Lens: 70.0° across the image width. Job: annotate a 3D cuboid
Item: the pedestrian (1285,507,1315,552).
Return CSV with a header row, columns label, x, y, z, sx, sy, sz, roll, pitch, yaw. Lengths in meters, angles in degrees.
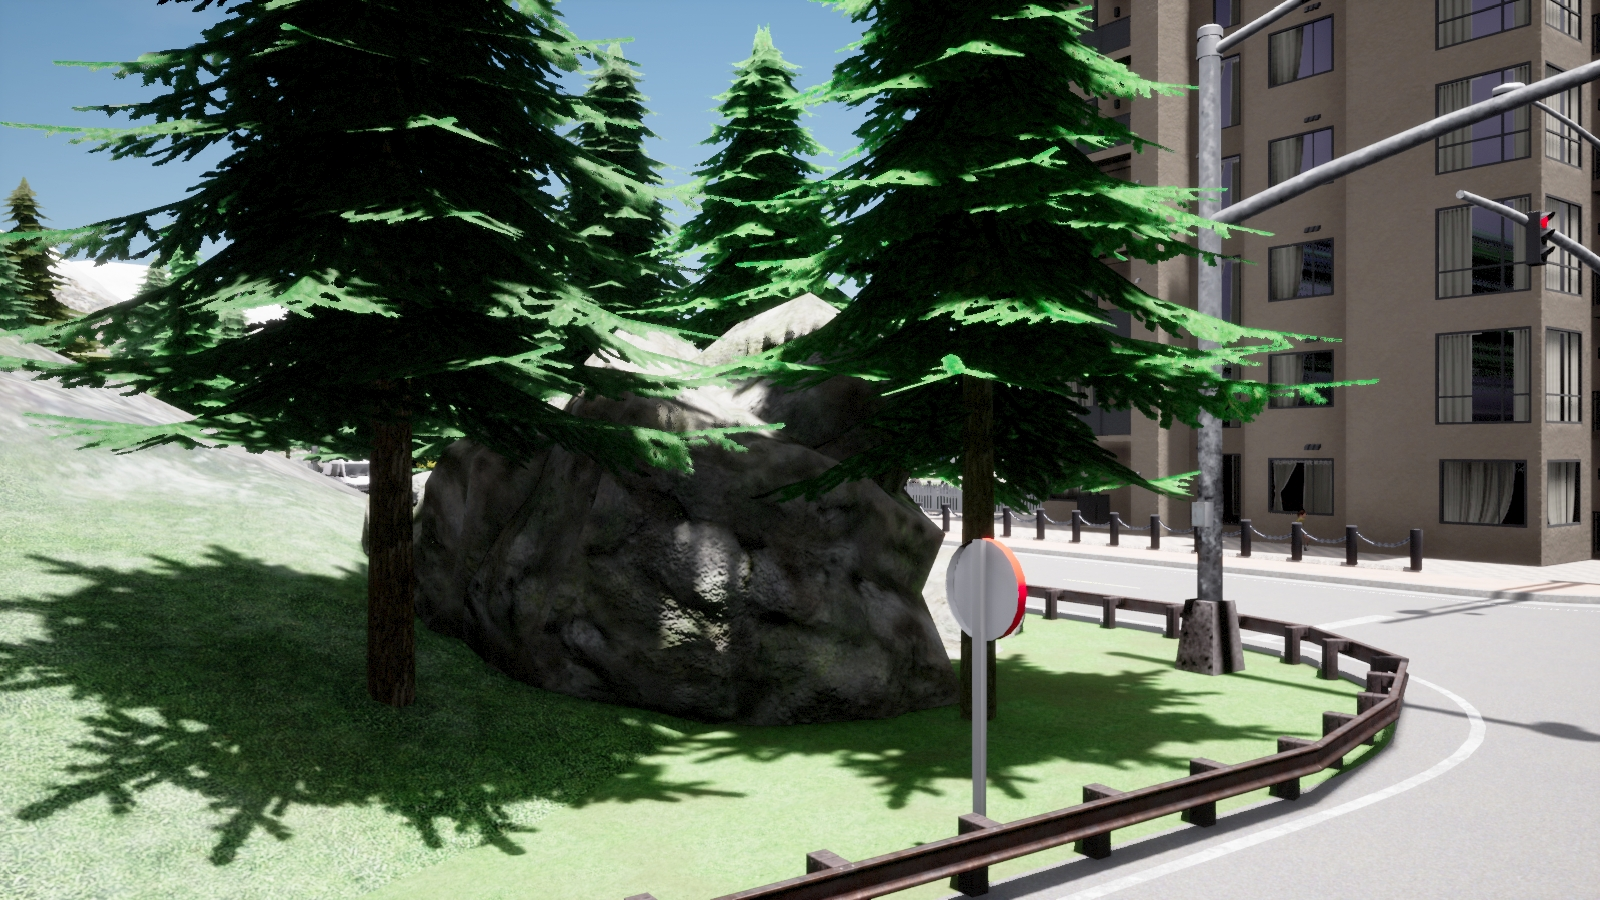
label,x,y,z,sx,sy,sz,roll,pitch,yaw
pedestrian,12.857,2.040,29.375,0.500,1.100,0.500,0,0,-33
